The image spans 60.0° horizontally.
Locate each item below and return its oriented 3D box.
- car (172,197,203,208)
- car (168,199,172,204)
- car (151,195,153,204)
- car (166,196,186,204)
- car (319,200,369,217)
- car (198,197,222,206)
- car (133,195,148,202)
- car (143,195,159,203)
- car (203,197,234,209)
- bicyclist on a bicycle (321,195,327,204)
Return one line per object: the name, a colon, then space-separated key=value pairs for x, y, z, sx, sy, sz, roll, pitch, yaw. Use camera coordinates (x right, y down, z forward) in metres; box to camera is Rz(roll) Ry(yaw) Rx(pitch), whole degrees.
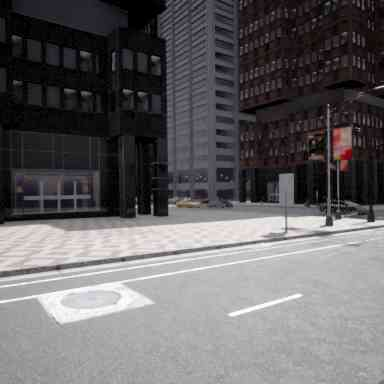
car: x=-0.547 y=1.699 z=49.349 sx=1.752 sy=1.417 sz=4.829 roll=-1 pitch=1 yaw=-36
car: x=-1.571 y=1.671 z=60.751 sx=2.033 sy=1.411 sz=5.357 roll=-1 pitch=0 yaw=-35
car: x=-6.565 y=1.513 z=62.522 sx=2.150 sy=2.045 sz=5.566 roll=-1 pitch=0 yaw=-36
car: x=-3.268 y=1.635 z=67.819 sx=1.752 sy=1.417 sz=4.829 roll=-1 pitch=1 yaw=-36
car: x=14.884 y=1.558 z=32.403 sx=1.837 sy=1.490 sz=4.892 roll=-1 pitch=0 yaw=-36
car: x=3.139 y=1.611 z=58.853 sx=1.887 sy=1.381 sz=4.507 roll=-1 pitch=1 yaw=-36
car: x=-12.633 y=1.617 z=80.922 sx=1.967 sy=1.590 sz=4.097 roll=-1 pitch=1 yaw=-36
car: x=-9.479 y=1.593 z=76.508 sx=1.967 sy=1.590 sz=4.097 roll=-1 pitch=1 yaw=-36
car: x=4.038 y=1.682 z=47.525 sx=1.994 sy=1.385 sz=4.181 roll=-1 pitch=0 yaw=-35
bicyclist on a bicycle: x=17.416 y=1.251 z=43.805 sx=1.656 sy=1.620 sz=0.582 roll=-1 pitch=1 yaw=-36
